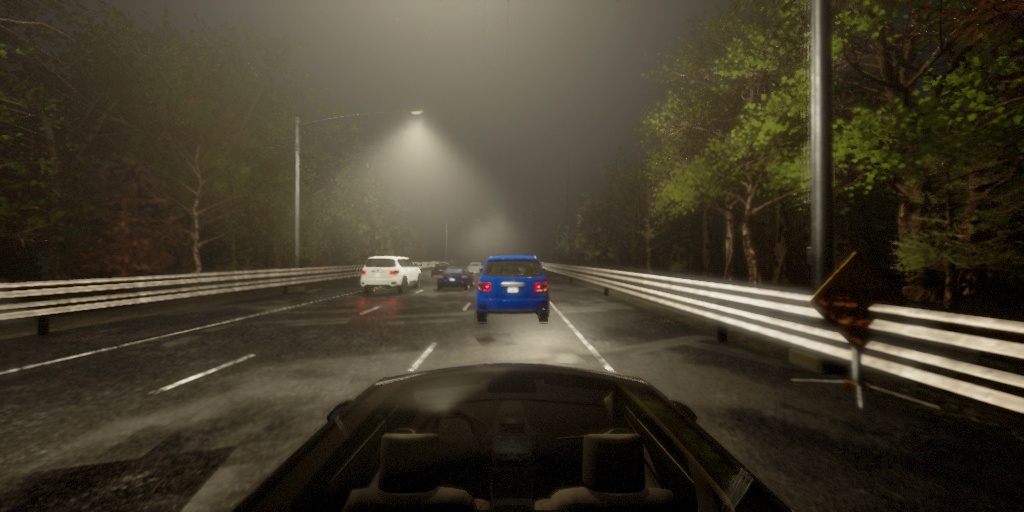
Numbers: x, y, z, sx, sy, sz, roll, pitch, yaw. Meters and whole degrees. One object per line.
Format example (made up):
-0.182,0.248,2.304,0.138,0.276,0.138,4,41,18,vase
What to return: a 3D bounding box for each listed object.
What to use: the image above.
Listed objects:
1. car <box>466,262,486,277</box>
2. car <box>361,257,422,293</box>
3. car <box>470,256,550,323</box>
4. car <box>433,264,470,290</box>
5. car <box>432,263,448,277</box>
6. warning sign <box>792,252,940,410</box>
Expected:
-3.929,1.454,39.501,1.812,1.442,4.674,0,-1,-1,car
-7.066,1.055,21.546,2.150,2.045,5.566,0,0,0,car
0.027,1.014,12.370,2.150,2.045,5.566,0,0,0,car
-3.595,1.406,23.435,1.994,1.385,4.181,0,0,-1,car
-7.416,1.487,38.882,1.994,1.385,4.181,0,0,-1,car
4.545,0.876,4.712,1.300,1.860,1.060,0,0,0,warning sign
